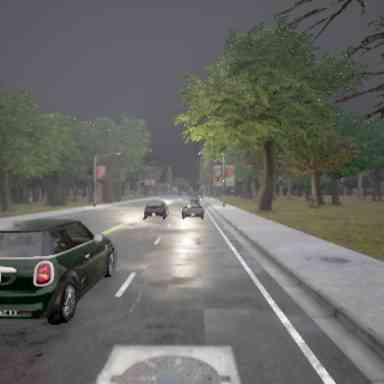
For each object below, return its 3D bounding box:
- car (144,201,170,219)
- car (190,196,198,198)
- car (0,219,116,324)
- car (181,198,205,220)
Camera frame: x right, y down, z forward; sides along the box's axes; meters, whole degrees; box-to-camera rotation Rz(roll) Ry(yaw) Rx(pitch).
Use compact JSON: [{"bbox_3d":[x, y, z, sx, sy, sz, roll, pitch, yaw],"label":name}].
[{"bbox_3d":[-3.055,1.546,29.119,1.837,1.490,4.892,0,0,0],"label":"car"},{"bbox_3d":[0.352,1.558,58.174,1.837,1.490,4.892,0,-1,1],"label":"car"},{"bbox_3d":[-3.138,1.368,7.351,2.097,1.767,4.553,0,0,0],"label":"car"},{"bbox_3d":[0.094,1.572,28.508,2.128,1.511,4.902,0,0,1],"label":"car"}]
